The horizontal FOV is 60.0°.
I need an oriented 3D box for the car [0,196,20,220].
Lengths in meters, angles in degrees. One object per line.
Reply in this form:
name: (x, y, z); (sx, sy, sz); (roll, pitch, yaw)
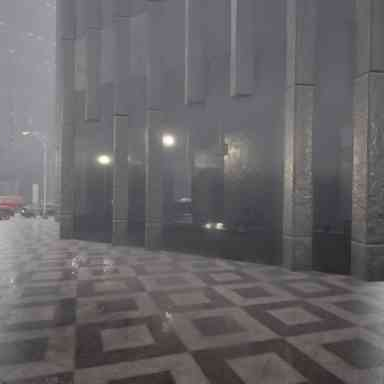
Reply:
car: (-17.090, 1.463, 26.719); (2.192, 1.841, 5.009); (1, 0, 35)

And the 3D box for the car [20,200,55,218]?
car: (-13.821, 1.742, 31.318); (1.947, 1.339, 4.313); (1, 0, 35)

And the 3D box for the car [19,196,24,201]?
car: (-20.757, 1.353, 36.267); (2.192, 1.841, 5.009); (1, 0, 35)

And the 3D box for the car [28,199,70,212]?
car: (-17.488, 1.633, 40.865); (1.947, 1.339, 4.313); (1, 0, 35)
